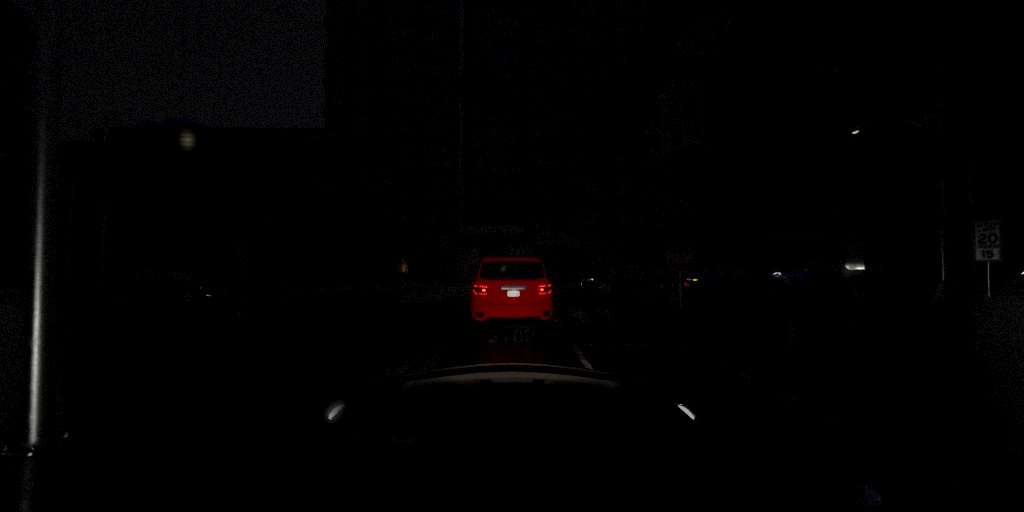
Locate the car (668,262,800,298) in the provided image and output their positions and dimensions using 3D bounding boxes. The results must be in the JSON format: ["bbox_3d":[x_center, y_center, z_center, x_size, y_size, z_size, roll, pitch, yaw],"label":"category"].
[{"bbox_3d":[9.971,1.150,16.373,4.674,1.442,1.812,0,-1,0],"label":"car"}]

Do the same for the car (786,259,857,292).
[{"bbox_3d":[15.535,0.988,19.304,4.553,1.767,2.097,0,-1,0],"label":"car"}]

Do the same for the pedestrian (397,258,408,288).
[{"bbox_3d":[-6.812,1.040,22.322,0.375,1.860,0.375,0,-1,0],"label":"pedestrian"}]

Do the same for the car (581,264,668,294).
[{"bbox_3d":[6.212,1.209,19.345,4.902,1.511,2.128,-1,-1,0],"label":"car"}]

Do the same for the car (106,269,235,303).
[{"bbox_3d":[-15.631,1.367,16.496,5.008,1.535,1.882,-1,-1,0],"label":"car"}]

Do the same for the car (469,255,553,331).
[{"bbox_3d":[-0.155,0.970,11.196,2.150,2.045,5.566,0,0,-4],"label":"car"}]

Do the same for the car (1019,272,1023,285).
[{"bbox_3d":[30.575,0.871,19.231,4.553,1.767,2.097,0,-1,1],"label":"car"}]

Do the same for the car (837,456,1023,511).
[{"bbox_3d":[2.637,1.332,0.234,1.802,1.307,4.207,0,0,0],"label":"car"}]
